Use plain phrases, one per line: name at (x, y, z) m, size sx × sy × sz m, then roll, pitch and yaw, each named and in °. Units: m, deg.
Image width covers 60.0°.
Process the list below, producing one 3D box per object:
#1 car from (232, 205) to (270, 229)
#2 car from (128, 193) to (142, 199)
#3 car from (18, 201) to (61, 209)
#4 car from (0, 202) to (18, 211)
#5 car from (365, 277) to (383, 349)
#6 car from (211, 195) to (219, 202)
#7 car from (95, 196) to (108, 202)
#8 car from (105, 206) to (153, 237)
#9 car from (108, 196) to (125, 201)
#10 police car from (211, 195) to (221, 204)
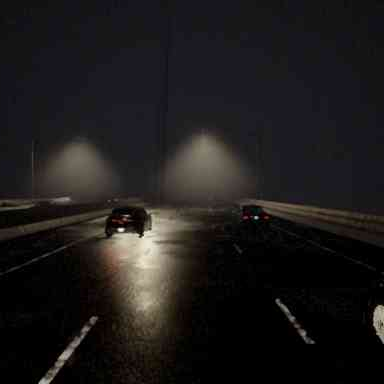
car at (3.782, 1.559, 21.906) m, size 2.033 × 1.411 × 5.357 m, roll 0°, pitch 0°, yaw 1°
car at (-12.356, 1.335, 72.547) m, size 2.150 × 2.045 × 5.566 m, roll 0°, pitch 0°, yaw 2°
car at (-13.755, 1.579, 31.367) m, size 2.033 × 1.411 × 5.357 m, roll 0°, pitch 0°, yaw 1°
car at (-17.265, 1.631, 30.808) m, size 1.895 × 1.301 × 4.718 m, roll 0°, pitch 0°, yaw 1°
car at (3.618, 1.505, 3.261) m, size 1.837 × 1.490 × 4.892 m, roll 0°, pitch 0°, yaw 0°
car at (5.534, 1.644, 80.632) m, size 1.801 × 1.575 × 5.366 m, roll 0°, pitch 0°, yaw 3°
car at (-19.400, 1.614, 71.705) m, size 1.882 × 1.535 × 5.008 m, roll 0°, pitch 0°, yaw 2°
car at (-3.268, 1.508, 17.872) m, size 1.837 × 1.490 × 4.892 m, roll 0°, pitch 0°, yaw 1°
car at (-15.886, 1.664, 71.962) m, size 2.128 × 1.511 × 4.902 m, roll 0°, pitch 0°, yaw 2°
police car at (5.033, 1.567, 69.640) m, size 1.930 × 1.638 × 5.238 m, roll 0°, pitch 0°, yaw 2°
